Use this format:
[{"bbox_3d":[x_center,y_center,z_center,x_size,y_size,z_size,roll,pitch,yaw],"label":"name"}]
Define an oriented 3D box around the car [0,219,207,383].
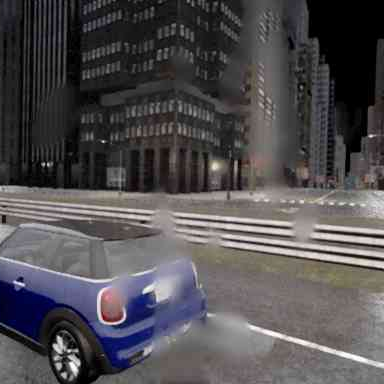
[{"bbox_3d":[-2.065,1.217,5.370,4.553,1.767,2.097,2,1,36],"label":"car"}]
